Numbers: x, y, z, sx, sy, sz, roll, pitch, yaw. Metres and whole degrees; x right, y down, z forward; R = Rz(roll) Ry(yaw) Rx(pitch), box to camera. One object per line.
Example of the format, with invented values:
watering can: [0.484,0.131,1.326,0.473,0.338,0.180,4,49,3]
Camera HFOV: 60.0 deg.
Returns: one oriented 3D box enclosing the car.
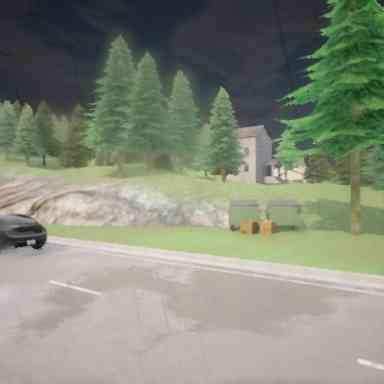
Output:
car: [-7.988,1.641,13.870,4.892,1.490,1.837,0,0,36]
